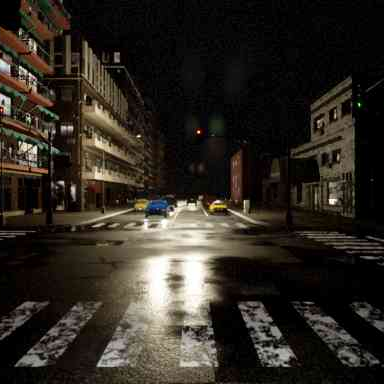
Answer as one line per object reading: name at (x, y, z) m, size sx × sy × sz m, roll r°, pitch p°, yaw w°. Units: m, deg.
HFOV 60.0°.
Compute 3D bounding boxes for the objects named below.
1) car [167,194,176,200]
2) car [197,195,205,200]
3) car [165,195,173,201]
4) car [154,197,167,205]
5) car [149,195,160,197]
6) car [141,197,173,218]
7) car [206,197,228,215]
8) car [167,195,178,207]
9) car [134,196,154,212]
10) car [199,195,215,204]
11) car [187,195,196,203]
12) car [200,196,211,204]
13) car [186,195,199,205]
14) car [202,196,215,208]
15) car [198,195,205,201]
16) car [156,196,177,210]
car at (-5.777, 1.430, 94.775) m, size 2.192 × 1.841 × 5.009 m, roll 0°, pitch 0°, yaw 0°
car at (2.603, 1.666, 94.783) m, size 2.008 × 1.369 × 4.403 m, roll 0°, pitch 0°, yaw 0°
car at (-5.767, 1.530, 83.696) m, size 1.967 × 1.590 × 4.097 m, roll 0°, pitch 0°, yaw 0°
car at (-5.746, 1.600, 61.539) m, size 2.008 × 1.369 × 4.403 m, roll 0°, pitch 0°, yaw 0°
car at (-5.734, 1.349, 50.461) m, size 2.192 × 1.841 × 5.009 m, roll 0°, pitch 0°, yaw 0°
car at (-3.128, 1.492, 30.712) m, size 1.882 × 1.535 × 5.008 m, roll 0°, pitch 0°, yaw 0°
car at (2.661, 1.543, 34.022) m, size 1.752 × 1.417 × 4.829 m, roll 0°, pitch 0°, yaw 0°
car at (-3.122, 1.538, 50.059) m, size 1.837 × 1.490 × 4.892 m, roll 0°, pitch 0°, yaw 0°
car at (-5.725, 1.547, 39.212) m, size 1.752 × 1.417 × 4.829 m, roll 0°, pitch 0°, yaw 0°
car at (2.646, 1.349, 50.470) m, size 2.192 × 1.841 × 5.009 m, roll 0°, pitch 0°, yaw 0°
car at (-0.066, 1.432, 70.658) m, size 1.882 × 1.535 × 5.008 m, roll 0°, pitch 0°, yaw 0°
car at (2.630, 1.609, 67.087) m, size 2.008 × 1.369 × 4.403 m, roll 0°, pitch 0°, yaw 0°
car at (-0.056, 1.595, 60.238) m, size 2.033 × 1.411 × 5.357 m, roll 0°, pitch 0°, yaw 0°
car at (2.651, 1.609, 44.930) m, size 1.802 × 1.307 × 4.206 m, roll 0°, pitch 0°, yaw 0°
car at (2.608, 1.628, 89.414) m, size 1.752 × 1.417 × 4.829 m, roll 0°, pitch 0°, yaw 0°
car at (-3.119, 1.548, 39.990) m, size 1.812 × 1.442 × 4.674 m, roll 0°, pitch 0°, yaw 0°
